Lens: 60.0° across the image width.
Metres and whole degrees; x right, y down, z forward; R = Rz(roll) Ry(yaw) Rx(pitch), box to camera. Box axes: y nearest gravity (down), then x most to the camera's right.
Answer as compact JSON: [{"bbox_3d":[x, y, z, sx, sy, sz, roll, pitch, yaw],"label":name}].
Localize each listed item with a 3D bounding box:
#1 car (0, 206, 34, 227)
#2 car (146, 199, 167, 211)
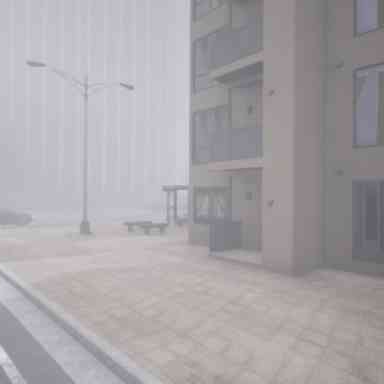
[{"bbox_3d":[-12.708,1.561,20.964,2.033,1.411,5.357,0,-1,22],"label":"car"},{"bbox_3d":[-3.705,1.696,43.316,4.892,1.490,1.837,1,-1,-41],"label":"car"}]
